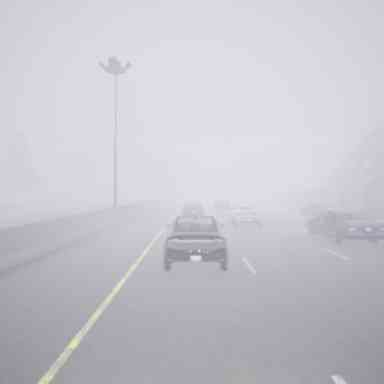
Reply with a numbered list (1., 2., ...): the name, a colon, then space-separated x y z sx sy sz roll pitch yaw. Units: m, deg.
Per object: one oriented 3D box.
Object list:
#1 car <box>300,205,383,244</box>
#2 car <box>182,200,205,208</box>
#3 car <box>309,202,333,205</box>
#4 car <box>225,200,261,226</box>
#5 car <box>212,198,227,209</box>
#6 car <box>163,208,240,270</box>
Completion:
1. car: 7.105 1.553 15.886 2.033 1.411 5.357 0 0 0
2. car: 0.110 1.490 29.730 1.882 1.535 5.008 0 0 0
3. car: 10.608 1.558 27.552 2.033 1.411 5.357 0 0 0
4. car: 3.606 1.535 23.317 1.812 1.442 4.674 0 0 0
5. car: 3.610 1.494 41.602 1.882 1.535 5.008 0 0 0
6. car: 0.104 1.496 11.008 2.128 1.511 4.902 0 0 0
